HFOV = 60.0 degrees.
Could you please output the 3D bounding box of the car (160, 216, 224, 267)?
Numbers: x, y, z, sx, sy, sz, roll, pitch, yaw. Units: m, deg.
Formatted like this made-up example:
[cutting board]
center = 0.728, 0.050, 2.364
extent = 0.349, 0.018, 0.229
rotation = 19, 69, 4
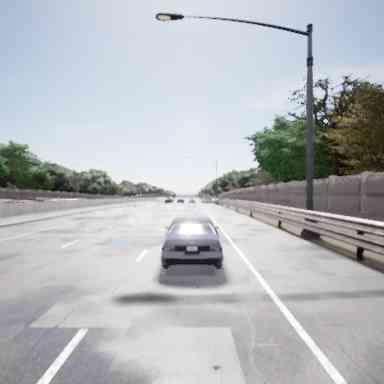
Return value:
[car]
center = 0.002, 1.526, 11.216
extent = 2.033, 1.411, 5.357
rotation = 0, 0, 0
